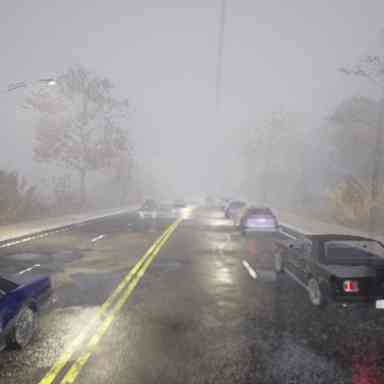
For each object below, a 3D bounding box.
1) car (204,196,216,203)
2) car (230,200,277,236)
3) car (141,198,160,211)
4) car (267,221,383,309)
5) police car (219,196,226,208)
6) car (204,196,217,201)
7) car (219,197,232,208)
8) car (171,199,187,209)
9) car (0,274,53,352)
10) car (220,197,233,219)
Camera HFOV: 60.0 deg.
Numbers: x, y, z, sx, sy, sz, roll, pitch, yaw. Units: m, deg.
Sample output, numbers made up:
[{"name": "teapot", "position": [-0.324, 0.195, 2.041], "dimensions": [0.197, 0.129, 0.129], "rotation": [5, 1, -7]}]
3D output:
[{"name": "car", "position": [3.743, 1.548, 72.345], "dimensions": [1.882, 1.535, 5.008], "rotation": [0, 0, 6]}, {"name": "car", "position": [3.514, 1.487, 18.751], "dimensions": [2.033, 1.649, 4.856], "rotation": [0, 0, 2]}, {"name": "car", "position": [-5.260, 1.608, 42.464], "dimensions": [1.837, 1.490, 4.892], "rotation": [0, 0, 4]}, {"name": "car", "position": [3.297, 1.627, 7.859], "dimensions": [1.895, 1.301, 4.718], "rotation": [0, 0, 1]}, {"name": "police car", "position": [4.457, 1.608, 40.578], "dimensions": [2.038, 1.542, 4.974], "rotation": [0, 0, 3]}, {"name": "car", "position": [5.129, 1.656, 92.337], "dimensions": [1.895, 1.301, 4.718], "rotation": [0, 0, -18]}, {"name": "car", "position": [5.181, 1.595, 51.479], "dimensions": [1.882, 1.535, 5.008], "rotation": [0, 0, 4]}, {"name": "car", "position": [-1.737, 1.658, 46.672], "dimensions": [2.033, 1.411, 5.357], "rotation": [0, 0, 4]}, {"name": "car", "position": [-3.324, 1.610, 3.456], "dimensions": [1.895, 1.301, 4.718], "rotation": [0, 0, 0]}, {"name": "car", "position": [3.901, 1.512, 29.668], "dimensions": [2.033, 1.649, 4.856], "rotation": [0, 0, 2]}]
